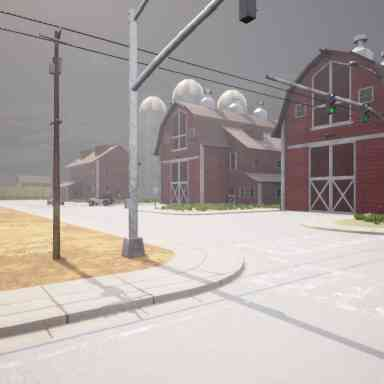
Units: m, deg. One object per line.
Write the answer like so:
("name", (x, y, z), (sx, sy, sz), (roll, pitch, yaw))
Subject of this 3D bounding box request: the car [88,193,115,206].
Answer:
("car", (-13.758, 1.118, 50.620), (3.866, 1.878, 1.905), (-2, 5, 11))

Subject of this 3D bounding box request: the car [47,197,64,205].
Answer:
("car", (-23.226, 1.537, 56.609), (1.994, 1.385, 4.181), (0, 0, -36))
